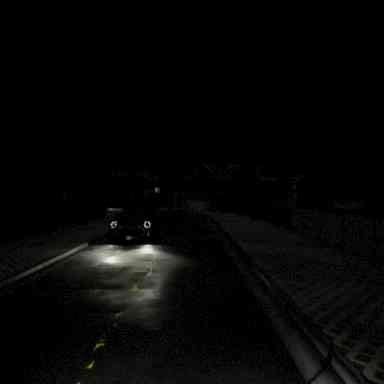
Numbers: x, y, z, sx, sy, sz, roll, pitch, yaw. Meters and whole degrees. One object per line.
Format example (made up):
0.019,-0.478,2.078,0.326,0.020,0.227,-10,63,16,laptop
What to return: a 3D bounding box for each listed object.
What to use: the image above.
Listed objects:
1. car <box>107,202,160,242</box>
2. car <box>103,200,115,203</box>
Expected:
-2.881,1.528,17.383,2.097,1.767,4.553,0,-1,0,car
-14.256,2.055,57.245,1.882,1.535,5.008,1,-1,-43,car
